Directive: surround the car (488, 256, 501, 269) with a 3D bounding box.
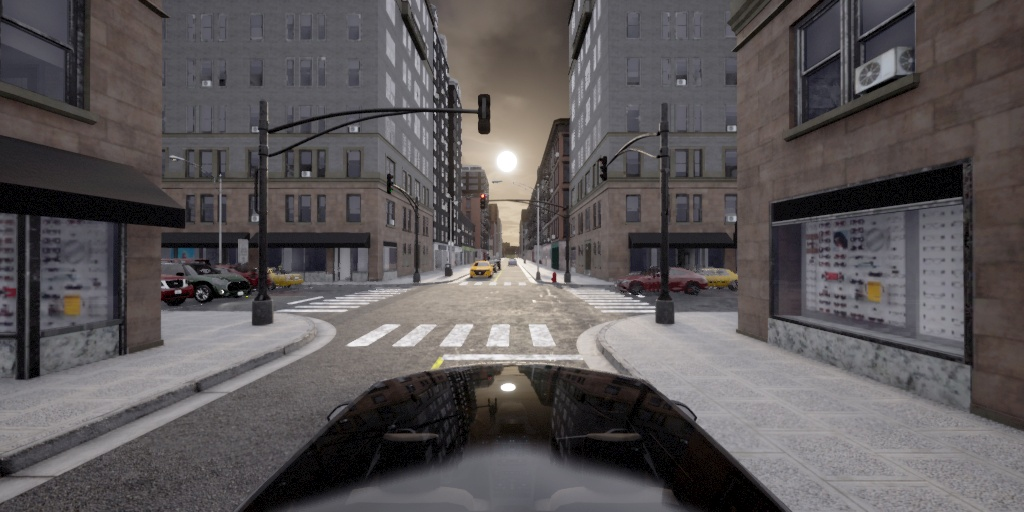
[{"bbox_3d":[-2.799,0.953,54.851,2.150,2.045,5.566,0,0,0],"label":"car"}]

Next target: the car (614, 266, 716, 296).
[{"bbox_3d":[7.815,1.290,18.946,4.674,1.442,1.812,0,0,0],"label":"car"}]

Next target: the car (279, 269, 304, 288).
[{"bbox_3d":[-15.234,1.279,21.531,4.829,1.417,1.751,0,0,0],"label":"car"}]

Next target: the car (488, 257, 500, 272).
[{"bbox_3d":[-2.814,1.244,44.258,1.837,1.490,4.892,0,0,0],"label":"car"}]

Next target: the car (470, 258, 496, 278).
[{"bbox_3d":[-2.820,1.222,33.855,1.882,1.535,5.008,0,0,0],"label":"car"}]

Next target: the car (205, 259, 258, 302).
[{"bbox_3d":[-14.378,1.083,16.045,4.553,1.767,2.097,0,0,0],"label":"car"}]

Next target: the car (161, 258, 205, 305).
[{"bbox_3d":[-15.090,1.035,13.505,5.009,1.841,2.192,0,0,0],"label":"car"}]

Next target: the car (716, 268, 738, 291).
[{"bbox_3d":[11.650,1.304,21.471,4.829,1.417,1.751,0,0,0],"label":"car"}]

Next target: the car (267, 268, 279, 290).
[{"bbox_3d":[-15.577,1.220,18.996,5.008,1.535,1.882,0,0,0],"label":"car"}]
